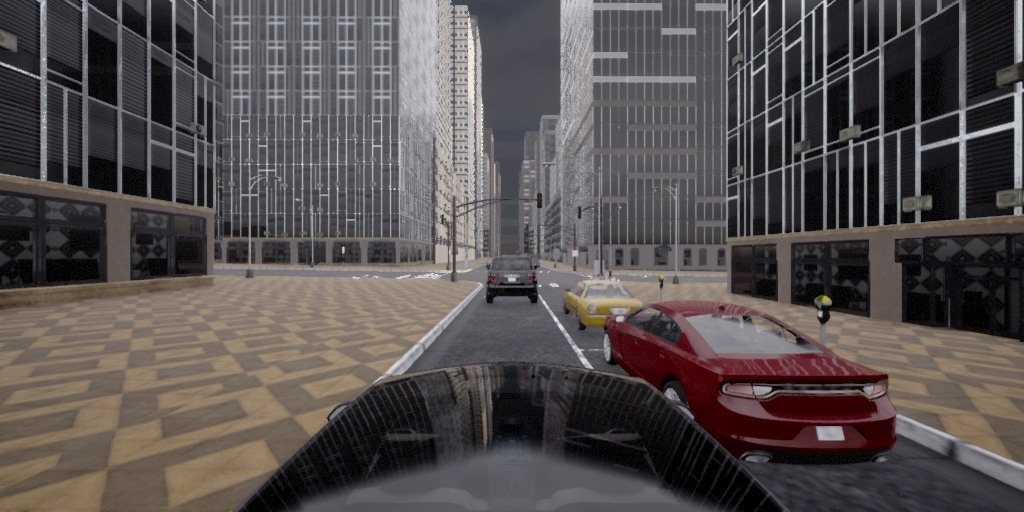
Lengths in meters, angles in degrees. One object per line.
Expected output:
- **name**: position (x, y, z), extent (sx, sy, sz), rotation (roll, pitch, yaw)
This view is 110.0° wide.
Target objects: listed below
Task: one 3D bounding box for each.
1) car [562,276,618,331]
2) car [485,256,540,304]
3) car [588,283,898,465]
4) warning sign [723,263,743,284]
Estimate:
- **car**: position (2.565, 1.273, 10.841), extent (1.751, 1.417, 4.829), rotation (0, 0, 0)
- **car**: position (0.000, 1.007, 16.530), extent (2.150, 2.045, 5.566), rotation (0, 0, 0)
- **car**: position (2.565, 1.293, 5.119), extent (1.888, 1.381, 4.507), rotation (0, 0, 0)
- **warning sign**: position (17.262, 1.202, 27.990), extent (1.060, 1.860, 1.300), rotation (0, 0, -3)
